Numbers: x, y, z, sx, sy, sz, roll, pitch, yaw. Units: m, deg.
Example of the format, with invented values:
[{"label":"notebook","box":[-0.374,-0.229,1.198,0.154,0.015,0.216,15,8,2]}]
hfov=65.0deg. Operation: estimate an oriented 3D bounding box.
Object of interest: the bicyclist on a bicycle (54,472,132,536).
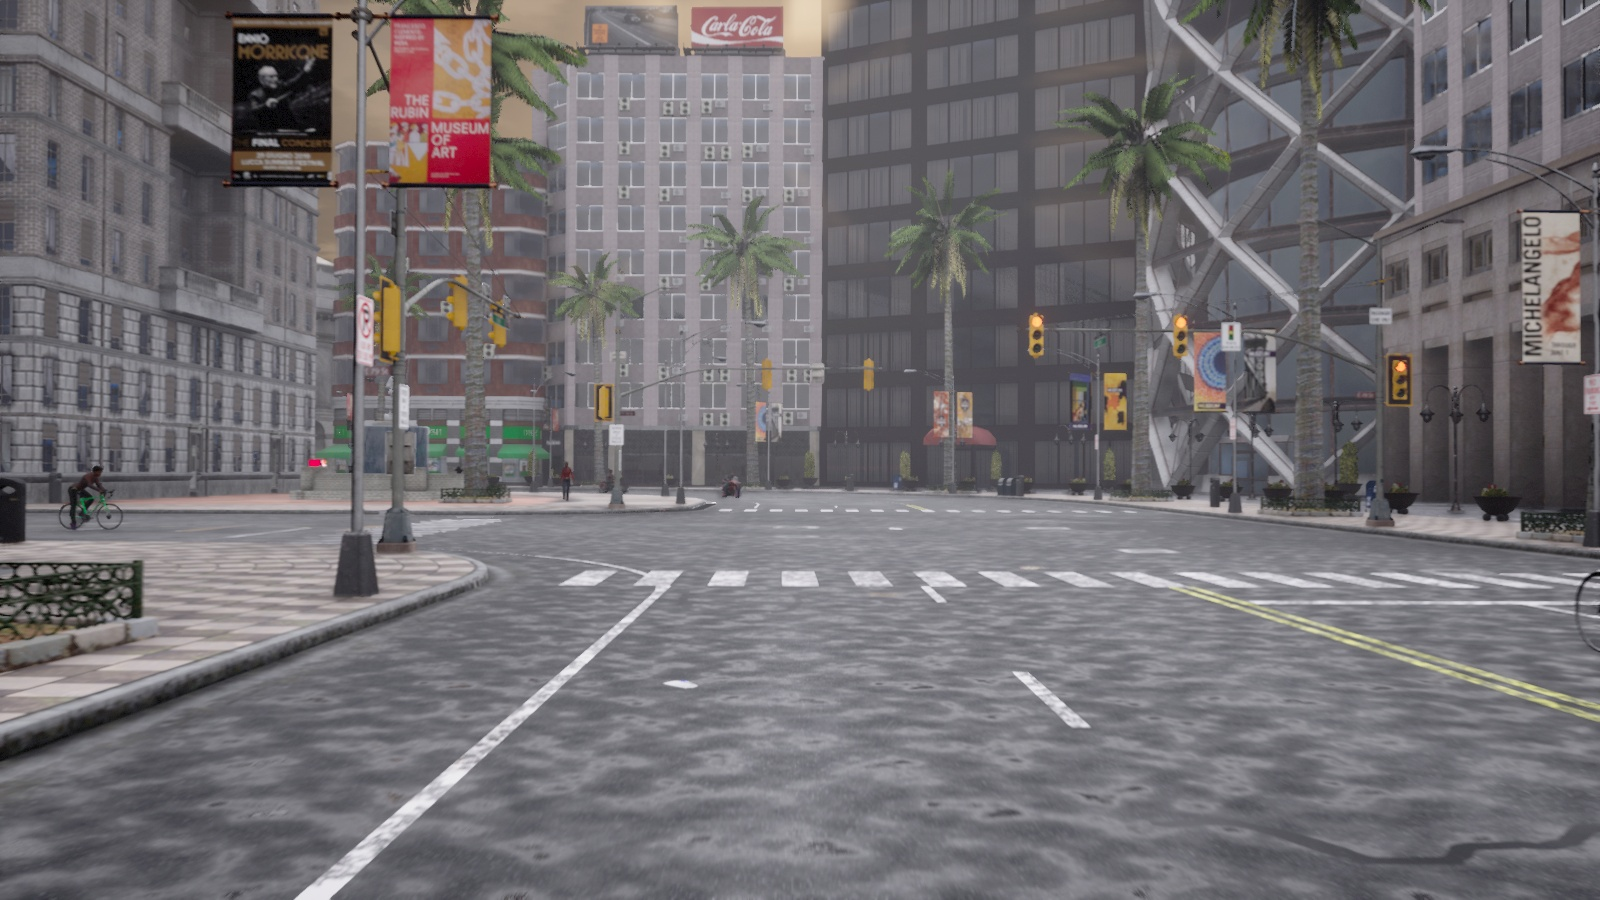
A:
[{"label":"bicyclist on a bicycle","box":[-18.113,1.378,32.169,1.656,1.620,0.582,0,-1,0]}]

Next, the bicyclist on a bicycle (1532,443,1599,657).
[{"label":"bicyclist on a bicycle","box":[6.977,0.832,10.463,0.659,1.776,1.843,0,-1,0]}]

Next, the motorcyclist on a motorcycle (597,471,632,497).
[{"label":"motorcyclist on a motorcycle","box":[-12.016,2.174,81.290,2.350,1.649,0.766,-1,-1,37]}]

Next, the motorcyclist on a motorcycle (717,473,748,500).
[{"label":"motorcyclist on a motorcycle","box":[-3.882,2.070,71.969,0.866,1.530,2.191,0,-1,-30]}]

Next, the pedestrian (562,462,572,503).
[{"label":"pedestrian","box":[-10.450,1.455,56.289,0.331,1.846,0.636,0,-1,-1]}]
